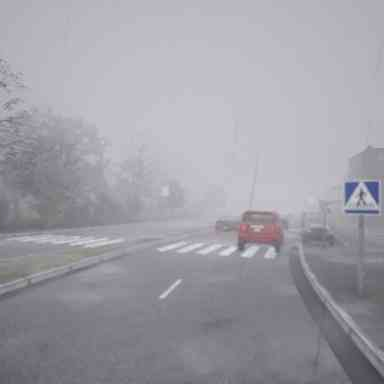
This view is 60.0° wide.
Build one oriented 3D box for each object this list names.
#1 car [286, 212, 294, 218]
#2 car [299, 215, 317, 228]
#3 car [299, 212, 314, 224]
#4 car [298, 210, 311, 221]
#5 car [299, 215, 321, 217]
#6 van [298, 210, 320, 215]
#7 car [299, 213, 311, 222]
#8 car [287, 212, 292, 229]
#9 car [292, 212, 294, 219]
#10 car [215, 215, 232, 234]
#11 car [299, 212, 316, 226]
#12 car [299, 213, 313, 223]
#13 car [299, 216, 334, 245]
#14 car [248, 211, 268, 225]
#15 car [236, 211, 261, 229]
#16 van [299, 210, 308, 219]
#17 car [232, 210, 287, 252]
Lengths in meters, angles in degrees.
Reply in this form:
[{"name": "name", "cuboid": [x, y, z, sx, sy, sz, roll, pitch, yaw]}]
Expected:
[{"name": "car", "cuboid": [26.982, 6.192, 91.151, 2.033, 1.411, 5.357, 1, -3, 18]}, {"name": "car", "cuboid": [14.989, 3.741, 43.077, 2.002, 1.452, 4.674, 1, -3, 18]}, {"name": "car", "cuboid": [18.386, 4.134, 53.687, 2.185, 1.767, 4.553, 1, -3, 18]}, {"name": "car", "cuboid": [23.413, 4.836, 69.398, 2.435, 2.045, 5.566, 1, -3, 18]}, {"name": "car", "cuboid": [9.956, 2.901, 27.340, 2.163, 1.488, 4.792, 1, -3, 18]}, {"name": "van", "cuboid": [11.670, 2.927, 32.690, 1.878, 1.987, 4.442, 1, -3, 18]}, {"name": "car", "cuboid": [21.753, 4.815, 64.218, 2.097, 1.535, 5.008, 1, -3, 18]}, {"name": "car", "cuboid": [10.066, 3.329, 37.935, 1.882, 1.535, 5.008, 1, -3, 18]}, {"name": "car", "cuboid": [21.718, 5.309, 74.693, 1.812, 1.442, 4.674, 1, -3, 18]}, {"name": "car", "cuboid": [3.291, 2.680, 27.609, 1.882, 1.535, 5.008, 1, -3, 18]}, {"name": "car", "cuboid": [16.704, 3.857, 48.431, 2.185, 1.767, 4.553, 1, -3, 18]}, {"name": "car", "cuboid": [20.072, 4.539, 58.961, 2.231, 1.521, 4.892, 1, -3, 18]}, {"name": "car", "cuboid": [8.299, 2.637, 22.106, 2.002, 1.452, 4.674, 3, -2, 18]}, {"name": "car", "cuboid": [9.233, 3.537, 46.297, 2.097, 1.767, 4.553, 1, -3, 18]}, {"name": "car", "cuboid": [6.380, 3.063, 37.271, 2.097, 1.767, 4.553, 1, -3, 18]}, {"name": "van", "cuboid": [26.841, 5.427, 80.111, 1.878, 1.987, 4.442, 1, -3, 18]}, {"name": "car", "cuboid": [3.903, 2.046, 18.435, 2.150, 2.045, 5.566, 1, -3, 17]}]
